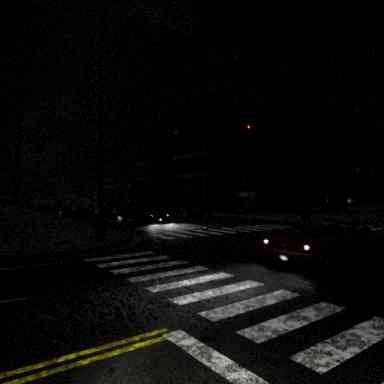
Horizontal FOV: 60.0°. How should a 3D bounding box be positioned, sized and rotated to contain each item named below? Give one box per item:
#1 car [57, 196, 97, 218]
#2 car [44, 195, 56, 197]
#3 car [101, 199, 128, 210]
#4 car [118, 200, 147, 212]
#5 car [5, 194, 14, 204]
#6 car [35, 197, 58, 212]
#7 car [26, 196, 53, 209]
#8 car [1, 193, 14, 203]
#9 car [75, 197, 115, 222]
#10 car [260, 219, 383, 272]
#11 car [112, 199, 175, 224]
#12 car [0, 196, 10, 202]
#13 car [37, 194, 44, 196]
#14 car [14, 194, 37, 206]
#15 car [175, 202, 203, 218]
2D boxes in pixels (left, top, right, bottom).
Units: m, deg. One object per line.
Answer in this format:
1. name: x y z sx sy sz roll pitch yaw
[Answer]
1. car: -10.422 1.421 30.173 1.967 1.590 4.097 0 0 -35
2. car: -29.458 1.478 70.739 1.967 1.590 4.097 0 0 -35
3. car: -10.279 1.579 43.806 1.947 1.339 4.313 0 0 -35
4. car: -7.083 1.594 39.317 1.802 1.307 4.206 0 0 -35
5. car: -32.799 1.551 61.595 2.008 1.369 4.403 0 0 -35
6. car: -16.816 1.563 39.150 1.802 1.307 4.206 0 0 -35
7. car: -20.012 1.534 43.639 2.008 1.369 4.403 0 0 -35
8. car: -39.192 1.556 70.573 1.887 1.381 4.507 0 0 -35
9. car: -7.226 1.423 25.684 1.967 1.590 4.097 0 0 -35
10. car: 4.441 1.599 10.898 4.718 1.301 1.895 0 0 -36
11. car: -3.788 1.541 25.200 2.033 1.411 5.357 0 0 -37
12. car: -42.389 1.598 75.063 1.802 1.307 4.206 0 0 -35
13. car: -35.851 1.488 79.718 1.967 1.590 4.097 0 0 -35
14. car: -26.405 1.430 52.617 1.967 1.590 4.097 0 0 -35
15. car: -0.689 1.581 30.338 1.947 1.339 4.313 0 0 -35
